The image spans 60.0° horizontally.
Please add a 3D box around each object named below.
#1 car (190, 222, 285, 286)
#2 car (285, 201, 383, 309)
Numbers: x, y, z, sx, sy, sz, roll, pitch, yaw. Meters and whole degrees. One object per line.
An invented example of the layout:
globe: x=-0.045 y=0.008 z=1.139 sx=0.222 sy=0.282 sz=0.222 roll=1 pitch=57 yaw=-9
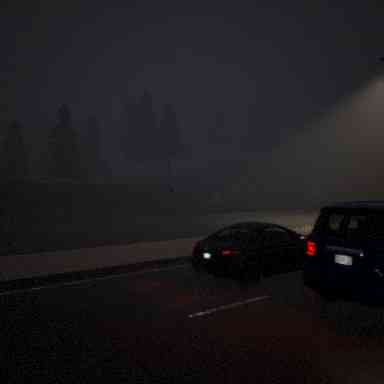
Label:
car: x=1.998 y=1.564 z=9.471 sx=4.181 sy=1.385 sz=1.994 roll=0 pitch=0 yaw=-36
car: x=4.710 y=1.221 z=7.107 sx=5.566 sy=2.045 sz=2.150 roll=0 pitch=0 yaw=-36
